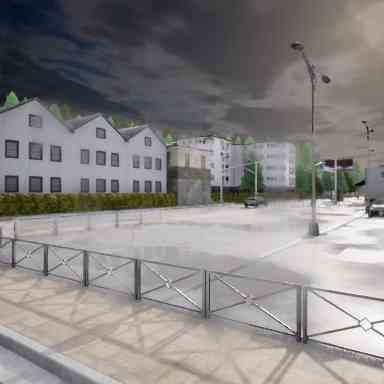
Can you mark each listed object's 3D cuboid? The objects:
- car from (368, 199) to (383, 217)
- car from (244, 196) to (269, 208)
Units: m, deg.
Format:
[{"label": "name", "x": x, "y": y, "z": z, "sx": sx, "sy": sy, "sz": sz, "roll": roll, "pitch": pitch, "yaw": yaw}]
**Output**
[{"label": "car", "x": 15.469, "y": 1.298, "z": 26.777, "sx": 2.007, "sy": 1.523, "sz": 4.514, "roll": 0, "pitch": 0, "yaw": 35}, {"label": "car", "x": 8.459, "y": 1.300, "z": 43.448, "sx": 2.128, "sy": 1.511, "sz": 4.902, "roll": 0, "pitch": 0, "yaw": 33}]
